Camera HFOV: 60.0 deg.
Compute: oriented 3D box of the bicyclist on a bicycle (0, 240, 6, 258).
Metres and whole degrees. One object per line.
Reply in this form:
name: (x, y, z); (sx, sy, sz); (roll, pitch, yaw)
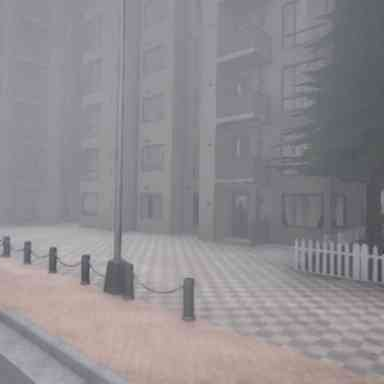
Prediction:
bicyclist on a bicycle: (-6.806, 1.426, 10.620); (0.582, 1.620, 1.656); (0, -1, 42)
